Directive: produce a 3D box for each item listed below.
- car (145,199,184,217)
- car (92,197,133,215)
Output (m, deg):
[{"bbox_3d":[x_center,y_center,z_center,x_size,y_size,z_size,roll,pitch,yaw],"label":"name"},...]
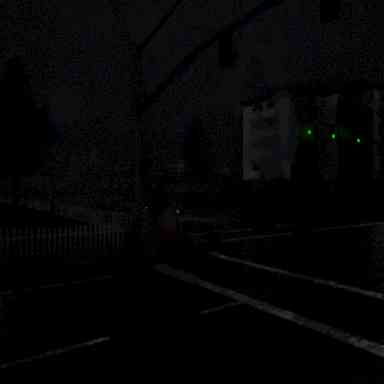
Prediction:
[{"bbox_3d":[-2.610,1.442,30.982,2.128,1.511,4.902,0,0,-34],"label":"car"},{"bbox_3d":[-7.569,1.509,32.057,2.033,1.411,5.357,0,0,-34],"label":"car"}]
